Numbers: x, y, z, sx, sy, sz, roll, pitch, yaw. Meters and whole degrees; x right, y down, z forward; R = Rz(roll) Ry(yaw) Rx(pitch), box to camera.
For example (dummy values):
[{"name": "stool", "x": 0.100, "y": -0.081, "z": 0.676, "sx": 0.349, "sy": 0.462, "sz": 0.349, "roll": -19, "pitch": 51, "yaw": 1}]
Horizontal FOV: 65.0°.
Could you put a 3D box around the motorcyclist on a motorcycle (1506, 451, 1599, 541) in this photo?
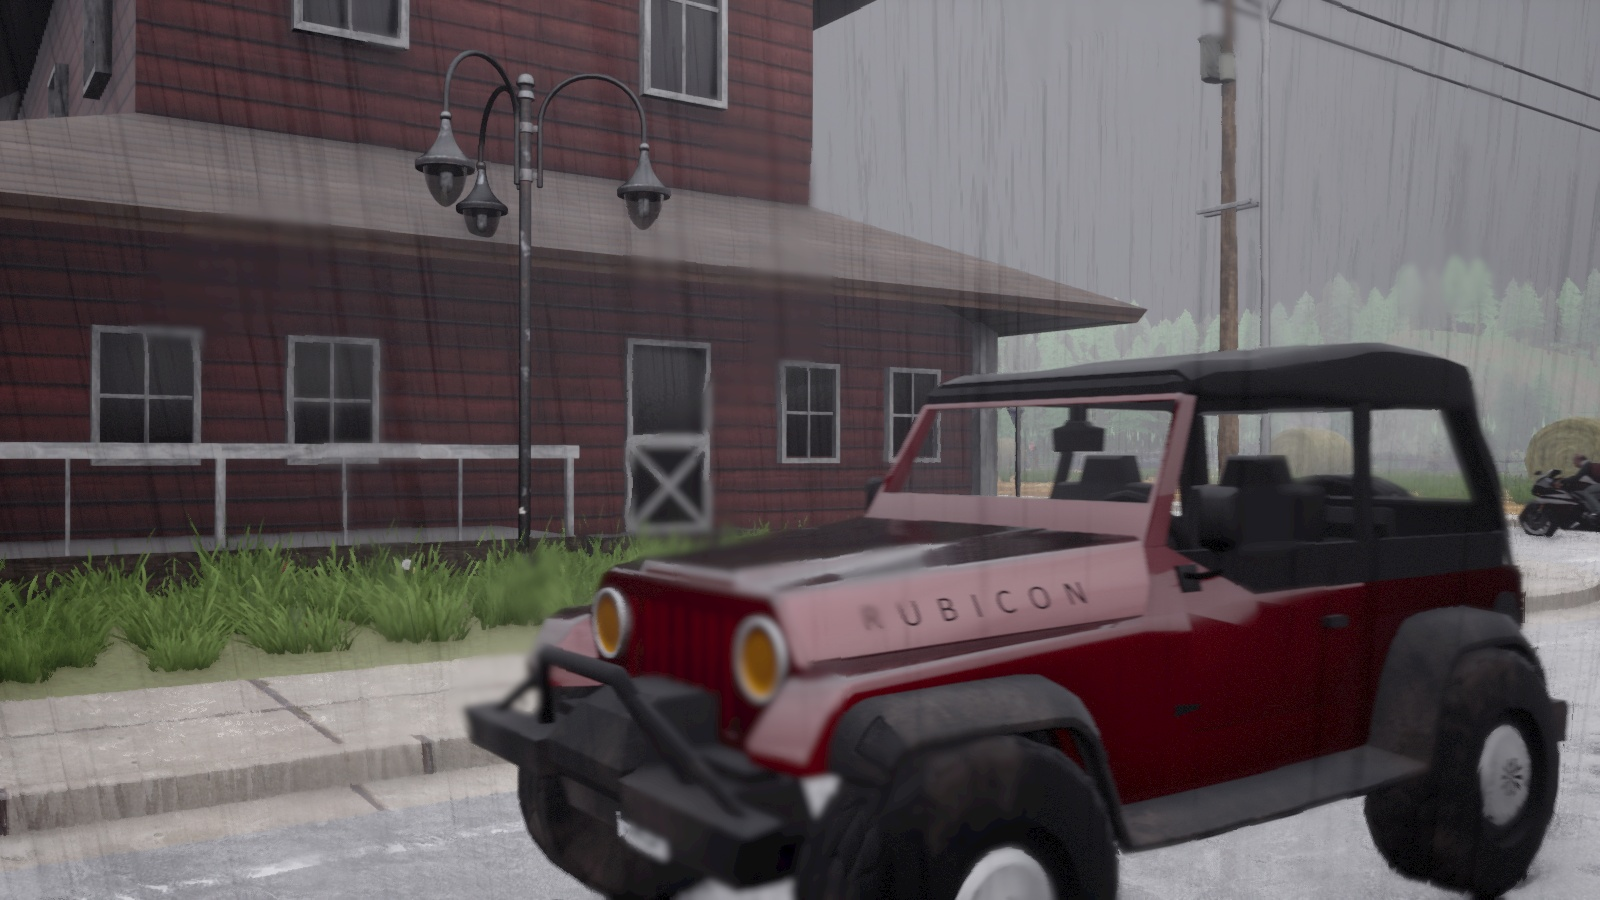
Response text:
[{"name": "motorcyclist on a motorcycle", "x": 13.644, "y": 0.777, "z": 21.871, "sx": 0.866, "sy": 1.530, "sz": 2.191, "roll": 0, "pitch": 0, "yaw": -34}]

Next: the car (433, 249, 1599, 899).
[{"name": "car", "x": 0.962, "y": 0.549, "z": 4.334, "sx": 3.866, "sy": 1.878, "sz": 1.905, "roll": 0, "pitch": 0, "yaw": -35}]
